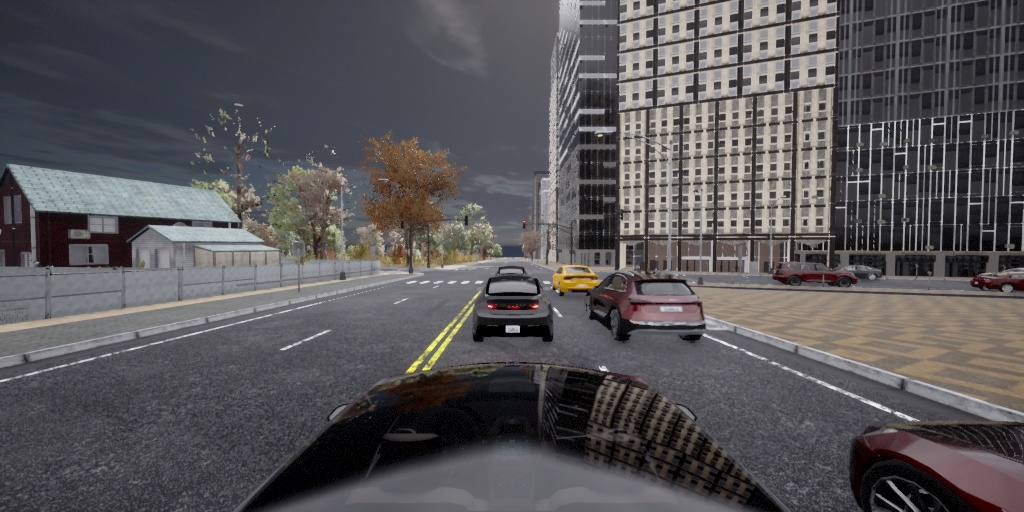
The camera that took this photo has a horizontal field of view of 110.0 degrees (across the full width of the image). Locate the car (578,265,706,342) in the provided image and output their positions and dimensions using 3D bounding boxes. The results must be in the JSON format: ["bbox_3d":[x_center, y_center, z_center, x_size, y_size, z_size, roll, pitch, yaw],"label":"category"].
[{"bbox_3d":[3.335,1.177,9.754,2.033,1.649,4.856,0,0,0],"label":"car"}]

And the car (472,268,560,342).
[{"bbox_3d":[0.030,1.252,9.774,1.837,1.490,4.892,0,0,0],"label":"car"}]

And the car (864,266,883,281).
[{"bbox_3d":[30.990,1.468,32.941,4.403,1.370,2.007,0,0,20],"label":"car"}]

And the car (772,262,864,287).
[{"bbox_3d":[22.967,1.393,27.478,5.009,1.841,2.192,0,0,20],"label":"car"}]

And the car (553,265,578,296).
[{"bbox_3d":[3.285,1.224,19.254,1.882,1.535,5.008,0,0,0],"label":"car"}]

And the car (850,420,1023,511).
[{"bbox_3d":[3.352,1.254,0.529,2.163,1.488,4.792,0,0,0],"label":"car"}]

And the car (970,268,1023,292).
[{"bbox_3d":[33.620,1.715,23.599,4.507,1.381,1.888,0,0,20],"label":"car"}]

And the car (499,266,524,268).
[{"bbox_3d":[-0.030,1.251,18.441,1.837,1.490,4.892,0,0,0],"label":"car"}]
